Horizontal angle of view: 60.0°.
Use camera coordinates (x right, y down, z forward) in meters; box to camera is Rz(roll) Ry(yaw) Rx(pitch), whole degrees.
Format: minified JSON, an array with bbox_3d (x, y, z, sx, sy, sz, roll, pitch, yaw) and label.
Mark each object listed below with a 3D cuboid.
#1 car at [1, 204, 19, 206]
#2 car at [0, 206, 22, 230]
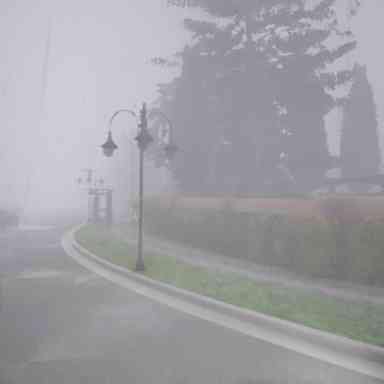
[{"bbox_3d":[-20.755,2.077,37.697,2.128,1.511,4.902,1,-1,-12],"label":"car"},{"bbox_3d":[-13.707,1.894,23.621,1.994,1.385,4.181,1,-1,-14],"label":"car"}]
